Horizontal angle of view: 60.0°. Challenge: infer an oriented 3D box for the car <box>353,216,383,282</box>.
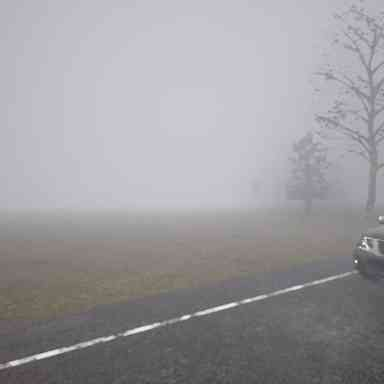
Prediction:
[{"bbox_3d":[6.509,1.208,8.669,5.566,2.045,2.150,0,0,-36],"label":"car"}]
